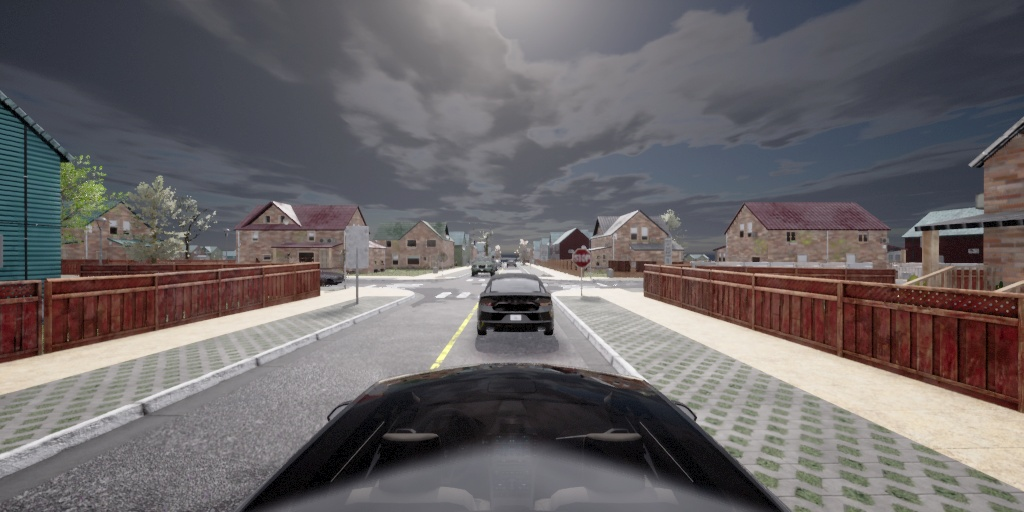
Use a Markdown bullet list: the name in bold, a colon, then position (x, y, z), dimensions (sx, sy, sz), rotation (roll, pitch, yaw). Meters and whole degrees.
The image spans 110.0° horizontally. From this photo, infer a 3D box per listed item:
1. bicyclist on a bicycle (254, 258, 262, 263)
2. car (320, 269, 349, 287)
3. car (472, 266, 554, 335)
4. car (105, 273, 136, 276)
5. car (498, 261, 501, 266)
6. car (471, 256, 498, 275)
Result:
- **bicyclist on a bicycle**: position (-20.213, 0.956, 28.553), dimensions (0.582, 1.620, 1.656), rotation (0, 0, 0)
- **car**: position (-13.328, 1.256, 22.727), dimensions (5.357, 1.411, 2.033), rotation (0, 0, 0)
- **car**: position (0.082, 1.228, 10.489), dimensions (1.882, 1.535, 5.008), rotation (0, 0, 0)
- **car**: position (-23.608, 1.224, 22.680), dimensions (4.181, 1.385, 1.994), rotation (0, 0, 0)
- **car**: position (-2.942, 1.355, 50.260), dimensions (1.837, 1.490, 4.892), rotation (0, 1, 0)
- **car**: position (-2.931, 1.021, 37.418), dimensions (2.150, 2.045, 5.566), rotation (0, 0, 0)
